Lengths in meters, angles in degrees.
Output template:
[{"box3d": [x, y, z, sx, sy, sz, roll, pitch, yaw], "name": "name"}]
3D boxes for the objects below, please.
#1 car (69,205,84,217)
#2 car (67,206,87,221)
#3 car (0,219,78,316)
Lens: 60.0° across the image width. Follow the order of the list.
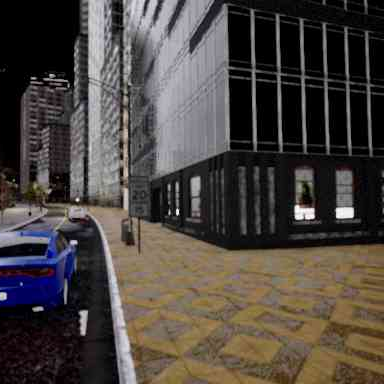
[{"box3d": [-16.394, 2.677, 47.052, 1.882, 1.535, 5.008, 0, -1, -21], "name": "car"}, {"box3d": [-12.962, 2.473, 37.467, 1.812, 1.442, 4.674, 0, -1, -19], "name": "car"}, {"box3d": [-3.849, 1.639, 7.876, 1.882, 1.535, 5.008, 0, -1, -15], "name": "car"}]
